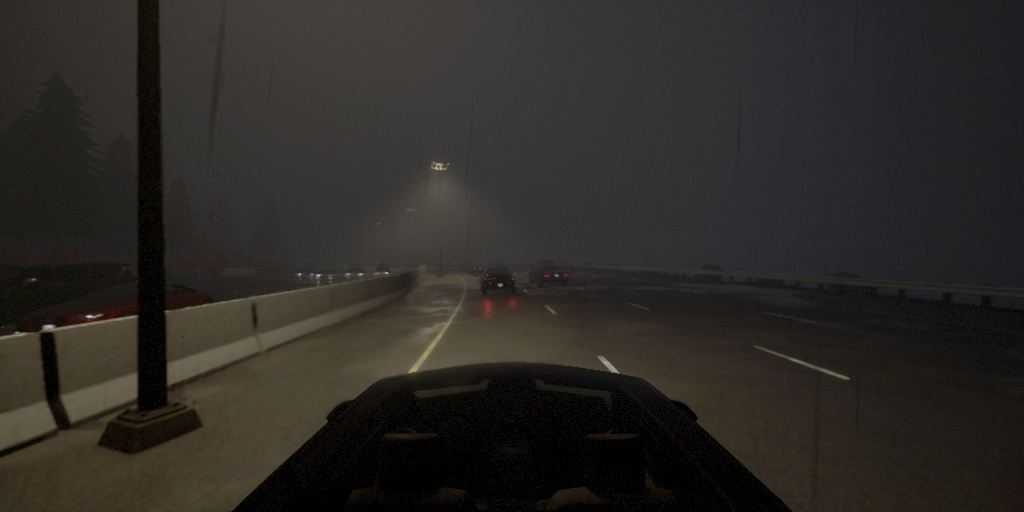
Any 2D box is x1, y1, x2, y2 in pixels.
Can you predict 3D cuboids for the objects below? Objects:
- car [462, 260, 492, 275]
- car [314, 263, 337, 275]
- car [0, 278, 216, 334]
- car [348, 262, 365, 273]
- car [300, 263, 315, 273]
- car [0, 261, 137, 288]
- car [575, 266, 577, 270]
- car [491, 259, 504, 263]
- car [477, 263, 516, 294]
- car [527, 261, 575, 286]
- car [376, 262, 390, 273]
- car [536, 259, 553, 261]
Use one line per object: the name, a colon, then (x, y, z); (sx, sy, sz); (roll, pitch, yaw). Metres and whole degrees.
car: (-4.112, 1.430, 41.267); (2.033, 1.411, 5.357); (-1, 0, -15)
car: (-24.890, 1.710, 48.507); (1.812, 1.442, 4.674); (-1, 0, -17)
car: (-10.862, 1.480, 10.319); (1.994, 1.385, 4.181); (-1, 0, -3)
car: (-22.038, 1.625, 51.012); (1.882, 1.535, 5.008); (-1, 0, -18)
car: (-30.467, 1.788, 53.913); (1.837, 1.490, 4.892); (0, 0, -20)
car: (-14.355, 1.187, 10.594); (2.150, 2.045, 5.566); (-1, 0, -3)
car: (6.027, 1.347, 43.454); (1.895, 1.301, 4.718); (-1, 0, -14)
car: (-2.772, 1.252, 60.188); (2.097, 1.767, 4.553); (-1, 0, -20)
car: (-0.887, 1.324, 20.828); (1.812, 1.442, 4.674); (0, 0, -7)
car: (2.422, 1.309, 25.299); (2.033, 1.411, 5.357); (-1, 0, -10)
car: (-18.653, 1.651, 52.086); (2.033, 1.411, 5.357); (-1, 0, -18)
car: (3.298, 1.127, 38.619); (2.097, 1.767, 4.553); (-1, 0, -13)
